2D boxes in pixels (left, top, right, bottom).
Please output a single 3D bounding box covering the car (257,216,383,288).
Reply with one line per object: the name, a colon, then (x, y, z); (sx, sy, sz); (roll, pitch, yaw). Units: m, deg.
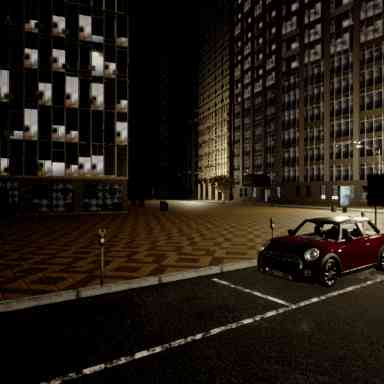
car: (3.691, 1.439, 9.196); (4.097, 1.590, 1.967); (0, 0, -36)
